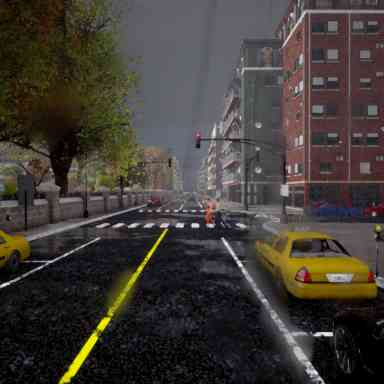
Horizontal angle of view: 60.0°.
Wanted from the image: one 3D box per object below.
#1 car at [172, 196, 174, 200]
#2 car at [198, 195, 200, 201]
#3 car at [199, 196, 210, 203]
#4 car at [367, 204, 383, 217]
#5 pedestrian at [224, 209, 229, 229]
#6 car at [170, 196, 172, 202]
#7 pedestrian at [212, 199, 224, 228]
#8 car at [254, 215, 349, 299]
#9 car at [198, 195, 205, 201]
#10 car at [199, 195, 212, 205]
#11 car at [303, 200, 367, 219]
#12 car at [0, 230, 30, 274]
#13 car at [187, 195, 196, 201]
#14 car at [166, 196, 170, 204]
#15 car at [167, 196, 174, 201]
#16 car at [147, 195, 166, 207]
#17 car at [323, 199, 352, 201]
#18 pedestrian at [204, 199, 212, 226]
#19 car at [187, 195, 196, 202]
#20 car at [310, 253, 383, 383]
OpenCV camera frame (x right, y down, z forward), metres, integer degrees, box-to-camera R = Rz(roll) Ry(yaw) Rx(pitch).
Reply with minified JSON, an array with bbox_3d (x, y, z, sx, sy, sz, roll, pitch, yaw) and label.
[{"bbox_3d":[-5.795,1.630,79.410,1.802,1.307,4.206,0,0,0],"label":"car"},{"bbox_3d":[2.606,1.575,62.816,1.887,1.381,4.507,0,0,0],"label":"car"},{"bbox_3d":[2.599,1.587,68.352,2.008,1.369,4.403,0,0,0],"label":"car"},{"bbox_3d":[20.260,1.931,35.210,4.507,1.381,1.887,1,-1,0],"label":"car"},{"bbox_3d":[2.059,1.578,20.966,0.375,1.300,0.375,0,0,0],"label":"pedestrian"},{"bbox_3d":[-5.781,1.581,68.340,1.887,1.381,4.507,0,0,0],"label":"car"},{"bbox_3d":[1.613,1.298,20.364,0.375,1.860,0.375,0,0,0],"label":"pedestrian"},{"bbox_3d":[2.677,1.526,8.350,1.752,1.417,4.829,0,0,0],"label":"car"},{"bbox_3d":[2.571,1.606,90.492,1.887,1.381,4.507,0,0,0],"label":"car"},{"bbox_3d":[2.613,1.550,57.451,1.752,1.417,4.829,0,0,0],"label":"car"},{"bbox_3d":[13.690,1.824,32.577,5.357,1.411,2.033,1,0,0],"label":"car"},{"bbox_3d":[-5.703,1.526,7.998,1.752,1.417,4.829,0,0,0],"label":"car"},{"bbox_3d":[-0.112,1.495,87.479,2.128,1.511,4.902,0,0,0],"label":"car"},{"bbox_3d":[-5.775,1.470,62.805,1.967,1.590,4.097,0,0,0],"label":"car"},{"bbox_3d":[-5.809,1.643,90.481,1.802,1.307,4.206,0,0,0],"label":"car"},{"bbox_3d":[-5.761,1.335,51.735,2.192,1.841,5.009,0,0,0],"label":"car"},{"bbox_3d":[14.570,1.598,35.188,5.009,1.841,2.192,1,-1,0],"label":"car"},{"bbox_3d":[1.104,1.298,21.563,0.375,1.860,0.375,0,0,0],"label":"pedestrian"},{"bbox_3d":[-0.098,1.592,77.468,1.994,1.385,4.181,0,0,0],"label":"car"},{"bbox_3d":[2.685,1.566,2.549,1.947,1.339,4.313,0,0,0],"label":"car"}]
